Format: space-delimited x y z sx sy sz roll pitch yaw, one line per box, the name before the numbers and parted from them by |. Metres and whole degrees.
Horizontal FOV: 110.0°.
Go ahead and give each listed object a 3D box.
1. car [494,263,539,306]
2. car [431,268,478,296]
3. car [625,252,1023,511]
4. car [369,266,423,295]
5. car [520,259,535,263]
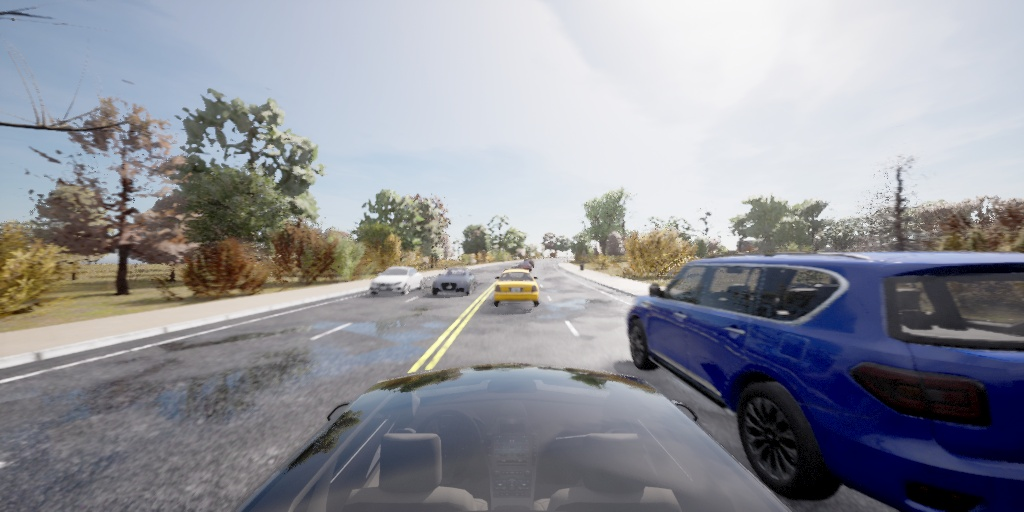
car | 0.211 1.250 16.039 1.801 1.575 5.366 0 0 1
car | -3.070 1.366 19.781 1.994 1.385 4.181 0 0 2
car | 3.251 0.985 4.608 2.150 2.045 5.566 0 0 0
car | -6.310 1.325 20.127 1.812 1.442 4.674 0 0 2
car | 1.692 1.428 48.450 1.994 1.385 4.181 0 0 4
